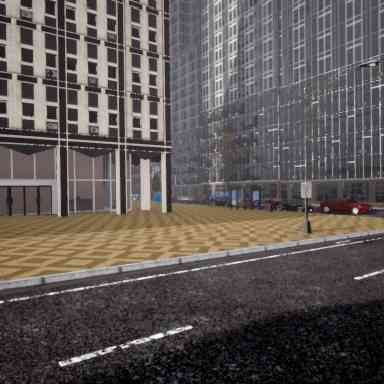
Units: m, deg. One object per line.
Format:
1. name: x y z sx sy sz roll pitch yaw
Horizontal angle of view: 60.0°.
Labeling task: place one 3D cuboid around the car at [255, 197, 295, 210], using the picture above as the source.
1. car: 10.082 1.369 40.900 1.895 1.301 4.718 -1 1 -34

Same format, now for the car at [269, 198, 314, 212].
1. car: 10.721 1.424 35.157 1.947 1.339 4.313 0 1 -34

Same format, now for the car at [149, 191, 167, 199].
1. car: -7.930 0.615 77.483 2.192 1.841 5.009 0 1 -34

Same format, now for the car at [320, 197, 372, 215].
1. car: 15.299 1.330 33.255 1.882 1.535 5.008 -1 1 -34

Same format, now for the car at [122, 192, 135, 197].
1. car: -17.558 0.688 91.558 2.008 1.369 4.403 0 1 -34

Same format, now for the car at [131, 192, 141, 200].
1. car: -11.637 1.039 68.065 2.008 1.369 4.403 0 1 -34

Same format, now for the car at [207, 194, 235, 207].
1. car: 4.365 1.319 44.583 1.947 1.339 4.313 0 1 -34

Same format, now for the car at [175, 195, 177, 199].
1. car: -4.721 0.936 72.796 1.802 1.307 4.206 0 1 -34

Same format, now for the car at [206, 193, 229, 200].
1. car: 4.439 1.241 49.154 1.994 1.385 4.181 -1 1 -34

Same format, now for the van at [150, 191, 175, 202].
1. van: -5.218 0.937 58.681 1.690 1.788 3.998 0 1 -34

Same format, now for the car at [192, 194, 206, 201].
1. car: 1.698 1.043 63.414 1.802 1.307 4.206 0 1 -34

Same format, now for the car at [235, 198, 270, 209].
1. car: 7.526 1.388 39.860 1.802 1.307 4.206 0 1 -34

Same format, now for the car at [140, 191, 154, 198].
1. car: -11.140 0.686 82.175 1.967 1.590 4.097 0 1 -34
